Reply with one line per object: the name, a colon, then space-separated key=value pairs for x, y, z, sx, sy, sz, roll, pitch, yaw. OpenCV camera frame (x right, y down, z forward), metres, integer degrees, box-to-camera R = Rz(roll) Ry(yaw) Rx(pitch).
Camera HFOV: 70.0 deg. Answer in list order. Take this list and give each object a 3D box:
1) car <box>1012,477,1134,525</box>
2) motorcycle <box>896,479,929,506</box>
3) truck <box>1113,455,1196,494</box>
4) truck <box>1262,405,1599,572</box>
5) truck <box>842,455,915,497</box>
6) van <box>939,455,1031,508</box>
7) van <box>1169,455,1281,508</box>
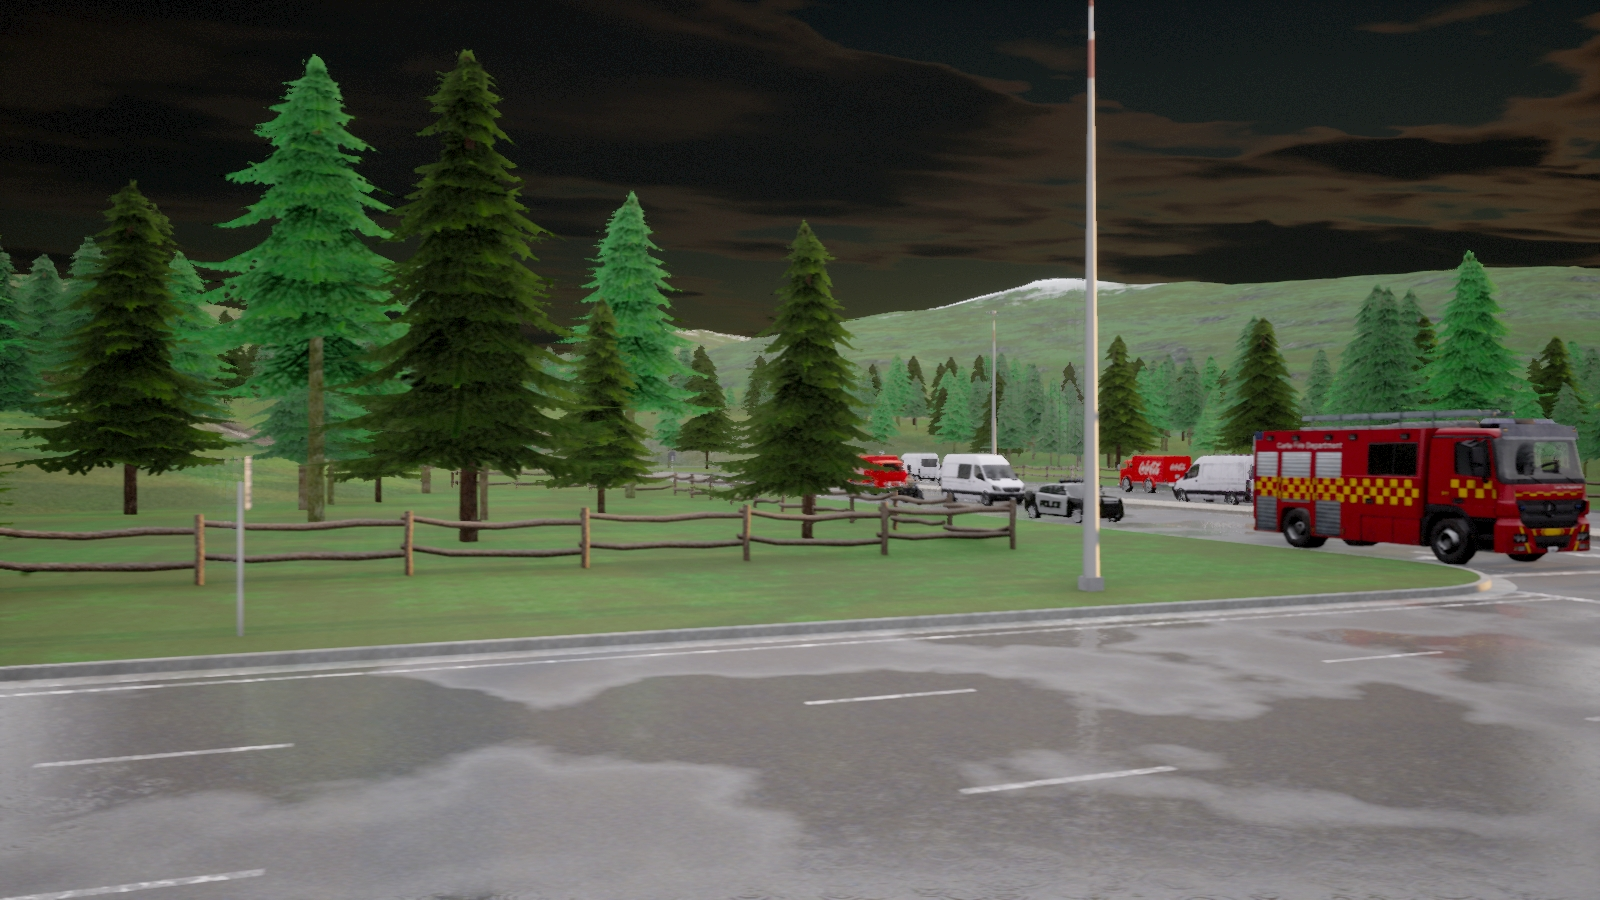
car: x=10.719 y=1.982 z=45.344 sx=2.097 sy=1.638 sz=5.238 roll=0 pitch=0 yaw=-21
motorcycle: x=5.766 y=2.155 z=58.702 sx=0.764 sy=1.307 sz=2.356 roll=0 pitch=0 yaw=-21
truck: x=23.122 y=1.568 z=74.849 sx=2.627 sy=2.467 sz=5.204 roll=0 pitch=0 yaw=-19
truck: x=16.611 y=0.890 z=30.702 sx=2.891 sy=3.827 sz=8.468 roll=0 pitch=0 yaw=-20
truck: x=4.825 y=1.567 z=71.285 sx=2.627 sy=2.467 sz=5.204 roll=0 pitch=0 yaw=-20
van: x=9.435 y=1.534 z=58.894 sx=1.988 sy=2.561 sz=5.915 roll=0 pitch=0 yaw=-21
van: x=21.751 y=1.534 z=58.835 sx=1.988 sy=2.561 sz=5.915 roll=0 pitch=0 yaw=-21
